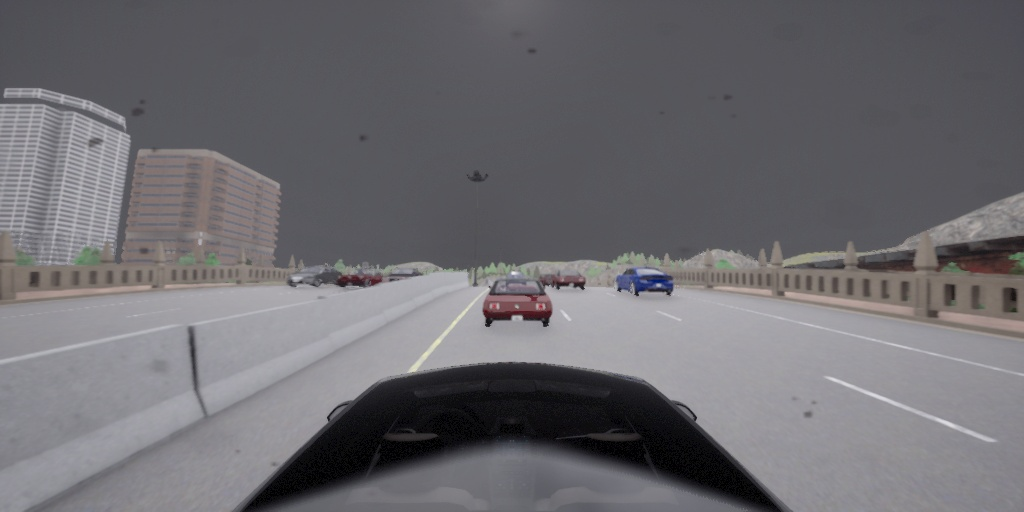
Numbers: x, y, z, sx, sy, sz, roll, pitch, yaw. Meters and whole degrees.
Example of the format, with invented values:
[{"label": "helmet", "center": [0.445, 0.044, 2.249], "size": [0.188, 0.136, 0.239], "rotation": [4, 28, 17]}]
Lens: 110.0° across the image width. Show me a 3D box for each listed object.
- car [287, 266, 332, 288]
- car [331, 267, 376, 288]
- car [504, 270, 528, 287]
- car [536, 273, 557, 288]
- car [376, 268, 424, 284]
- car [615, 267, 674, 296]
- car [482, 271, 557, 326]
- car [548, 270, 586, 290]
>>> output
[{"label": "car", "center": [-13.911, 1.467, 25.620], "size": [2.128, 1.511, 4.902], "rotation": [0, -3, 1]}, {"label": "car", "center": [-10.417, 1.579, 25.287], "size": [1.895, 1.301, 4.718], "rotation": [0, -3, 1]}, {"label": "car", "center": [0.326, 2.088, 33.007], "size": [2.033, 1.411, 5.357], "rotation": [0, -5, 0]}, {"label": "car", "center": [3.885, 2.824, 40.977], "size": [1.882, 1.535, 5.008], "rotation": [0, -6, 0]}, {"label": "car", "center": [-6.933, 1.476, 23.393], "size": [1.994, 1.385, 4.181], "rotation": [0, -2, 1]}, {"label": "car", "center": [7.228, 1.356, 20.075], "size": [1.882, 1.535, 5.008], "rotation": [0, -2, 0]}, {"label": "car", "center": [0.162, 1.350, 11.638], "size": [1.895, 1.301, 4.718], "rotation": [0, 0, 0]}, {"label": "car", "center": [3.765, 1.638, 24.809], "size": [1.895, 1.301, 4.718], "rotation": [0, -3, 0]}]
